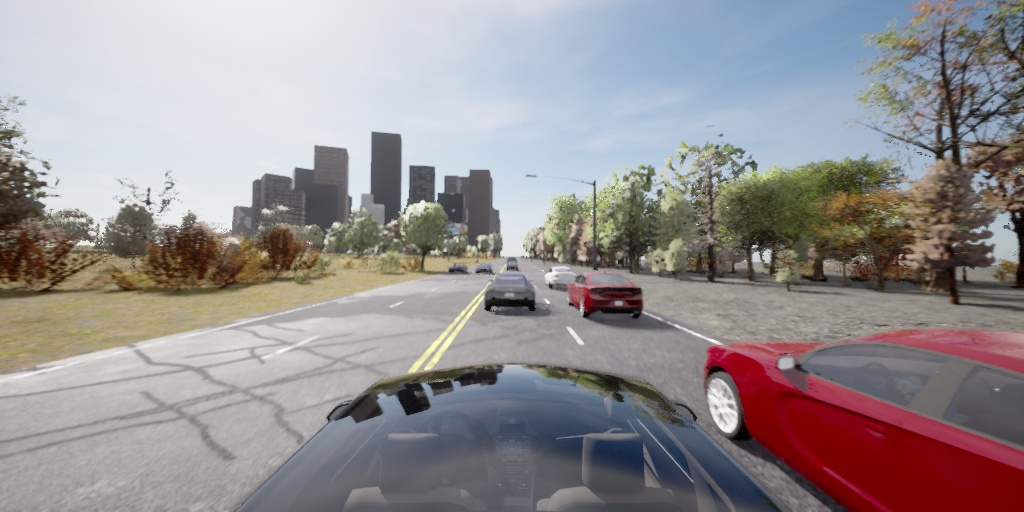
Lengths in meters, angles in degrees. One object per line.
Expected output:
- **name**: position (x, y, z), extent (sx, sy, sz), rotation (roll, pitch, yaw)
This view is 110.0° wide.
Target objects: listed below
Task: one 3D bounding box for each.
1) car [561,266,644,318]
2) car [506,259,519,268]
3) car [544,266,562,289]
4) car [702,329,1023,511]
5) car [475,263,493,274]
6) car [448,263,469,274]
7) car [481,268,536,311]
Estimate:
- **car**: position (3.249, 1.303, 13.393), extent (1.882, 1.535, 5.008), rotation (0, 0, 0)
- **car**: position (0.074, 1.539, 55.266), extent (2.033, 1.411, 5.357), rotation (0, 0, 0)
- **car**: position (3.246, 1.408, 24.396), extent (1.812, 1.442, 4.674), rotation (0, 0, 0)
- **car**: position (3.256, 1.237, 2.390), extent (1.882, 1.535, 5.008), rotation (1, 0, 0)
- **car**: position (-3.307, 1.503, 43.580), extent (1.994, 1.385, 4.181), rotation (0, 0, 0)
- **car**: position (-6.554, 1.528, 44.111), extent (1.895, 1.301, 4.718), rotation (0, 0, 0)
- **car**: position (-0.066, 1.392, 15.030), extent (1.994, 1.385, 4.181), rotation (0, 0, 0)
